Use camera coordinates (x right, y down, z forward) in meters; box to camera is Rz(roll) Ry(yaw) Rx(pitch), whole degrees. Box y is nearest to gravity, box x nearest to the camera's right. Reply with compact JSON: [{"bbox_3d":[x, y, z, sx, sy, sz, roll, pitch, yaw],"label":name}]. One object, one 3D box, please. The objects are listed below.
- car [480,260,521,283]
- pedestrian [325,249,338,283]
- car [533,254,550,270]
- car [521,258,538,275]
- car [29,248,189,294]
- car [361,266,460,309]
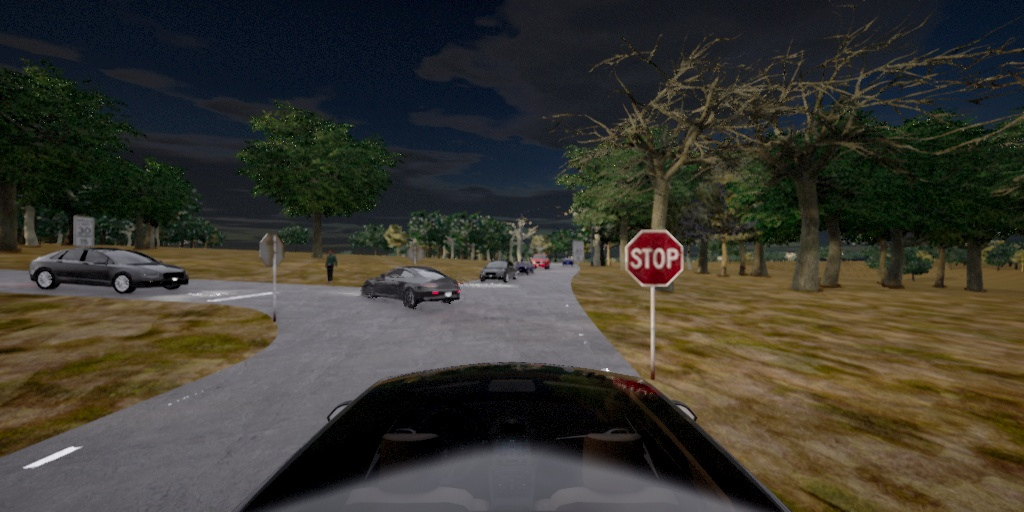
[{"bbox_3d":[-0.879,1.060,25.861,1.837,1.490,4.892,0,0,12],"label":"car"},{"bbox_3d":[-9.811,0.527,19.345,0.375,1.860,0.375,0,-3,3],"label":"pedestrian"},{"bbox_3d":[3.759,0.762,47.697,2.150,2.045,5.566,0,0,12],"label":"car"},{"bbox_3d":[1.025,1.148,35.208,1.895,1.301,4.718,0,0,13],"label":"car"},{"bbox_3d":[-14.673,0.491,13.196,4.892,1.490,1.837,3,0,3],"label":"car"},{"bbox_3d":[-4.022,1.120,14.138,4.674,1.442,1.812,2,-1,40],"label":"car"}]
